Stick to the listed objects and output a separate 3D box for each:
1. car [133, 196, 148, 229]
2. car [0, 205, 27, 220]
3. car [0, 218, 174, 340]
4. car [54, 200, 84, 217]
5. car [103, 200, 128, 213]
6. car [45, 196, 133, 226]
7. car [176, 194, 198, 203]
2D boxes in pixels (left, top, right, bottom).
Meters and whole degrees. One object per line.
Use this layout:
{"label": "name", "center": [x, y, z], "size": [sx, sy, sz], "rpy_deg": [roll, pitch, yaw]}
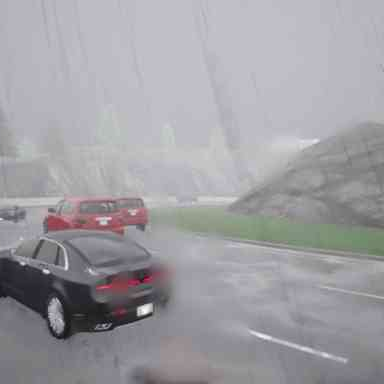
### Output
{"label": "car", "center": [-4.538, 1.287, 20.661], "size": [2.150, 2.045, 5.566], "rpy_deg": [0, 0, -29]}
{"label": "car", "center": [-14.016, 1.615, 25.500], "size": [1.895, 1.301, 4.718], "rpy_deg": [1, 0, -18]}
{"label": "car", "center": [-2.462, 1.521, 6.692], "size": [4.892, 1.490, 1.837], "rpy_deg": [0, 0, 44]}
{"label": "car", "center": [-12.106, 1.570, 33.031], "size": [1.837, 1.490, 4.892], "rpy_deg": [0, 0, -9]}
{"label": "car", "center": [-9.069, 1.685, 39.819], "size": [1.994, 1.385, 4.181], "rpy_deg": [0, 0, 0]}
{"label": "car", "center": [-4.915, 1.256, 14.735], "size": [2.150, 2.045, 5.566], "rpy_deg": [0, 0, -36]}
{"label": "car", "center": [-1.156, 1.470, 79.170], "size": [5.566, 2.045, 2.150], "rpy_deg": [1, 0, -39]}
